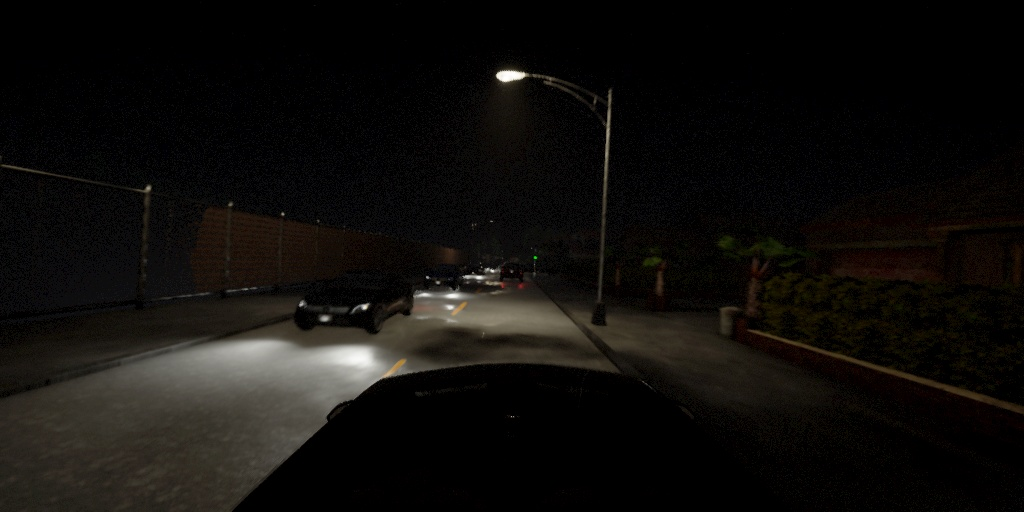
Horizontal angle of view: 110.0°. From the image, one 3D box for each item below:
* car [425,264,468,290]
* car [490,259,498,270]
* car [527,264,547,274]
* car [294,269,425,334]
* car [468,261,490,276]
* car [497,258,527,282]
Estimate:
[{"bbox_3d":[-4.097,1.222,22.238,1.812,1.442,4.674,3,-1,0],"label":"car"},{"bbox_3d":[-3.855,1.629,61.287,1.994,1.385,4.181,3,-1,-6],"label":"car"},{"bbox_3d":[2.755,1.867,53.338,4.902,1.511,2.128,3,0,12],"label":"car"},{"bbox_3d":[-4.075,1.114,10.164,1.812,1.442,4.674,3,-1,0],"label":"car"},{"bbox_3d":[-4.043,1.412,40.327,2.033,1.411,5.357,3,-1,0],"label":"car"},{"bbox_3d":[-0.023,1.387,33.574,2.097,1.767,4.553,3,-1,0],"label":"car"}]
